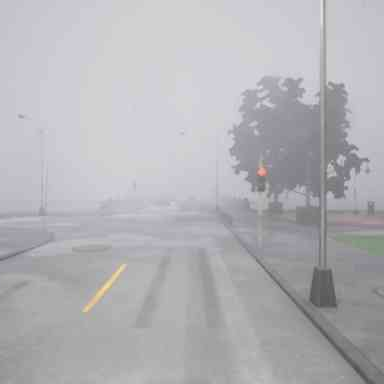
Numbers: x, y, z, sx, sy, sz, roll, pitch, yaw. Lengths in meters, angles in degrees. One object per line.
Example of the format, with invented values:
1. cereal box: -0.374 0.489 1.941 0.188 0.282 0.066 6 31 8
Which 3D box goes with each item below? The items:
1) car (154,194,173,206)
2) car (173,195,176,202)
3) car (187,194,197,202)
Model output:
1. car: -4.093 1.271 46.237 1.994 1.385 4.181 0 0 0
2. car: -4.047 1.154 62.226 2.033 1.411 5.357 0 0 1
3. car: -0.014 1.139 64.611 2.033 1.411 5.357 0 0 0
